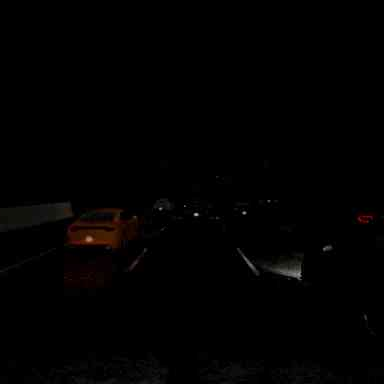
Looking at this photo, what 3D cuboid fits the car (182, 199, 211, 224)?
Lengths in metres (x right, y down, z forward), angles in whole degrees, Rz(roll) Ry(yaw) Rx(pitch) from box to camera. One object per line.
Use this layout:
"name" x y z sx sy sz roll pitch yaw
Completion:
"car" 0.343 1.422 23.631 1.994 1.385 4.181 0 0 2

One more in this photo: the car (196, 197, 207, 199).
"car" 1.188 1.310 42.071 1.994 1.385 4.181 0 0 3

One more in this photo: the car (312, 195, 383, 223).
"car" 7.137 1.133 14.578 2.150 2.045 5.566 0 0 1

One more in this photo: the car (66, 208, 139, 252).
"car" -3.371 1.396 13.438 1.882 1.535 5.008 0 0 0

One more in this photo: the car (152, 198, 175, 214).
"car" -2.787 1.326 33.053 1.812 1.442 4.674 0 0 3

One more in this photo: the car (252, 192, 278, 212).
"car" 7.874 1.003 36.147 2.150 2.045 5.566 0 0 3

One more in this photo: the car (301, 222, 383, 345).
"car" 3.602 1.525 6.318 1.994 1.385 4.181 0 0 0

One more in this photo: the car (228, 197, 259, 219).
"car" 3.948 1.363 26.851 1.812 1.442 4.674 0 0 2
